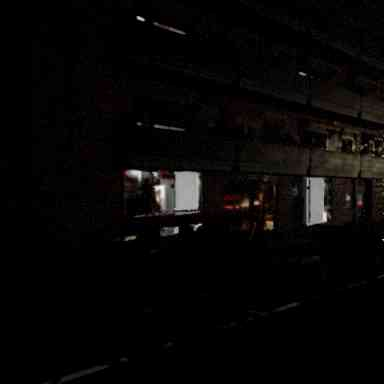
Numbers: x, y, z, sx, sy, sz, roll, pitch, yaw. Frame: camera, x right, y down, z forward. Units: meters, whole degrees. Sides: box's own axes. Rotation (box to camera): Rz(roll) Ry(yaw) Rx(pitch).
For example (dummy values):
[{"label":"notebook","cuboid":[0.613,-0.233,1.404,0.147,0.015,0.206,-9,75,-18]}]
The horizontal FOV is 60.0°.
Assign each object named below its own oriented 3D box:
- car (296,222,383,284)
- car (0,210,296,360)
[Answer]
[{"label":"car","cuboid":[3.945,1.555,9.468,4.206,1.307,1.802,0,0,-36]},{"label":"car","cuboid":[-0.610,1.313,6.145,5.009,1.841,2.192,0,0,-36]}]
